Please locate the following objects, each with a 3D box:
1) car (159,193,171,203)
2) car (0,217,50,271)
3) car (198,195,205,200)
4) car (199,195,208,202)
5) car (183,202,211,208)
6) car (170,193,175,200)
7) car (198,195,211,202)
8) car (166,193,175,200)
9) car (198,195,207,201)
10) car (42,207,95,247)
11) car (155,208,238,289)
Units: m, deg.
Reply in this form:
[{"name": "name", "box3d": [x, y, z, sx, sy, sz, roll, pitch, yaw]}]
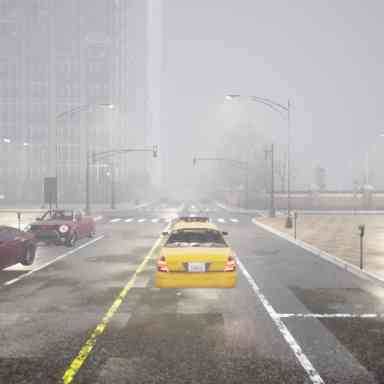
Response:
[{"name": "car", "box3d": [-5.917, 1.485, 69.140, 1.947, 1.339, 4.313, 0, 0, 0]}, {"name": "car", "box3d": [-5.701, 1.579, 8.924, 1.802, 1.307, 4.206, 0, 0, 0]}, {"name": "car", "box3d": [2.583, 1.411, 91.448, 1.887, 1.381, 4.507, 0, 0, 0]}, {"name": "car", "box3d": [2.602, 1.454, 74.766, 1.887, 1.381, 4.507, 0, 0, 0]}, {"name": "car", "box3d": [0.093, 1.535, 19.390, 2.033, 1.411, 5.357, 0, 0, 0]}, {"name": "car", "box3d": [-5.936, 1.324, 85.823, 1.967, 1.590, 4.097, 0, 0, 0]}, {"name": "car", "box3d": [2.676, 1.492, 63.651, 1.947, 1.339, 4.313, 0, 0, 0]}, {"name": "car", "box3d": [-5.942, 1.181, 91.382, 2.192, 1.841, 5.009, 0, 0, 0]}, {"name": "car", "box3d": [2.596, 1.448, 80.326, 2.008, 1.369, 4.403, 0, 0, 0]}, {"name": "car", "box3d": [-5.708, 1.433, 14.617, 1.967, 1.590, 4.097, 0, 0, 0]}, {"name": "car", "box3d": [0.088, 1.454, 9.127, 1.801, 1.575, 5.366, 0, 0, 0]}]
